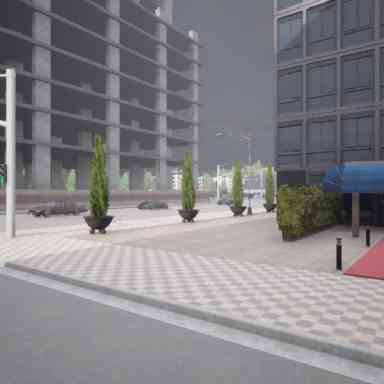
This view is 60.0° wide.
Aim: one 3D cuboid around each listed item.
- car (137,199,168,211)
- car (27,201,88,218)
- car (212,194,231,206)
[{"bbox_3d":[-4.829,1.564,41.206,1.994,1.385,4.181,0,0,36],"label":"car"},{"bbox_3d":[-12.334,1.547,30.894,2.033,1.411,5.357,0,0,36],"label":"car"},{"bbox_3d":[6.125,1.547,56.134,2.033,1.411,5.357,0,0,36],"label":"car"}]
